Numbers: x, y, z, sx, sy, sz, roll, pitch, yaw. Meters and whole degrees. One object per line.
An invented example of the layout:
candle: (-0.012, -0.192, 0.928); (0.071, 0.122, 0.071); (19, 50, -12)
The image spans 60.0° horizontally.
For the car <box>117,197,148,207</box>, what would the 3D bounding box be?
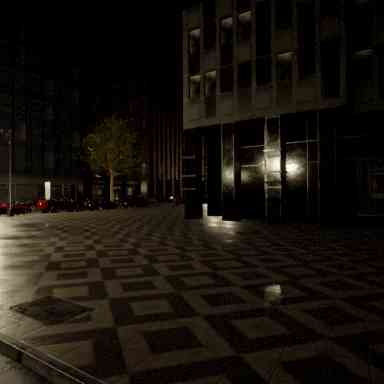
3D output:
car: (-9.167, 1.507, 51.972); (1.837, 1.490, 4.892); (-1, -1, 35)

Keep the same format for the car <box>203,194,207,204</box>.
car: (2.258, 1.224, 58.381); (2.192, 1.841, 5.009); (-1, 0, 35)

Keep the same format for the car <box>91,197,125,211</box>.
car: (-10.579, 1.526, 39.836); (1.947, 1.339, 4.313); (-1, 0, 35)

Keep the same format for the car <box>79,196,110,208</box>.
car: (-14.377, 1.486, 49.328); (1.967, 1.590, 4.097); (-1, 0, 35)

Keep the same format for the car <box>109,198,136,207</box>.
car: (-11.165, 1.615, 53.965); (1.802, 1.307, 4.206); (-1, 0, 35)

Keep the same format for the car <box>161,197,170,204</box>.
car: (-4.745, 1.576, 63.238); (1.947, 1.339, 4.313); (-1, 0, 35)

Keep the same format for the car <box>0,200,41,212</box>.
car: (-20.795, 1.644, 40.055); (1.947, 1.339, 4.313); (-1, 0, 35)

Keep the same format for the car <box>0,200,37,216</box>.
car: (-16.998, 1.577, 30.563); (1.802, 1.307, 4.206); (-1, 0, 35)

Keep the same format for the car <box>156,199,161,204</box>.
car: (-8.052, 1.546, 58.461); (1.752, 1.417, 4.829); (-1, 0, 35)

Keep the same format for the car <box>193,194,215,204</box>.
car: (2.339, 1.285, 63.028); (2.097, 1.767, 4.553); (-1, 0, 35)

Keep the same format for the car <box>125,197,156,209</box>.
car: (-7.370, 1.510, 44.471); (1.947, 1.339, 4.313); (-1, 0, 35)

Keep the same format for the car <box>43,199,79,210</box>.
car: (-17.585, 1.643, 44.691); (1.802, 1.307, 4.206); (-1, 0, 35)

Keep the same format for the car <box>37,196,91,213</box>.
car: (-13.790, 1.292, 35.201); (2.192, 1.841, 5.009); (-1, 0, 35)

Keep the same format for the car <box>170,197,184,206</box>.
car: (-0.951, 1.464, 53.744); (1.887, 1.381, 4.507); (-1, 0, 35)
